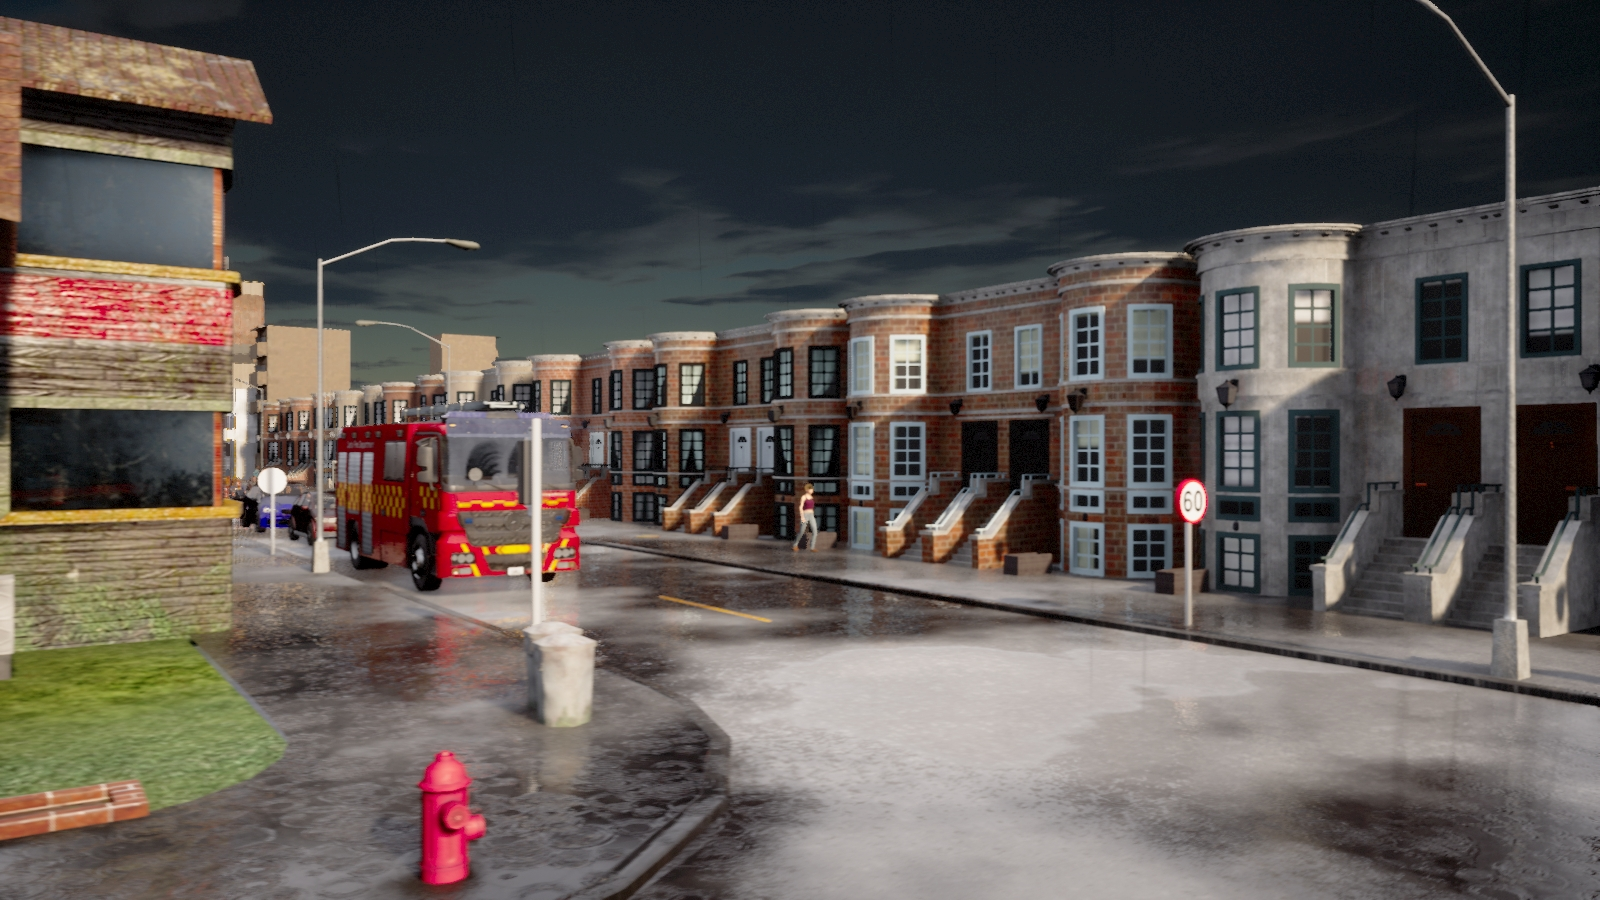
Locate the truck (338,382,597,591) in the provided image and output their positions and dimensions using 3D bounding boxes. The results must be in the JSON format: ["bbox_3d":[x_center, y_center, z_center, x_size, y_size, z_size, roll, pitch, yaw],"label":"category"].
[{"bbox_3d":[-7.621,0.671,25.152,2.891,3.827,8.468,0,0,-35],"label":"truck"}]

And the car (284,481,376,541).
[{"bbox_3d":[-14.315,1.798,34.700,1.789,1.549,3.705,0,1,-35],"label":"car"}]

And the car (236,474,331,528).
[{"bbox_3d":[-18.329,1.748,40.446,2.242,1.667,4.611,0,0,-35],"label":"car"}]

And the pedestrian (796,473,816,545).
[{"bbox_3d":[0.157,1.523,29.848,0.375,1.860,0.375,0,0,-43],"label":"pedestrian"}]
